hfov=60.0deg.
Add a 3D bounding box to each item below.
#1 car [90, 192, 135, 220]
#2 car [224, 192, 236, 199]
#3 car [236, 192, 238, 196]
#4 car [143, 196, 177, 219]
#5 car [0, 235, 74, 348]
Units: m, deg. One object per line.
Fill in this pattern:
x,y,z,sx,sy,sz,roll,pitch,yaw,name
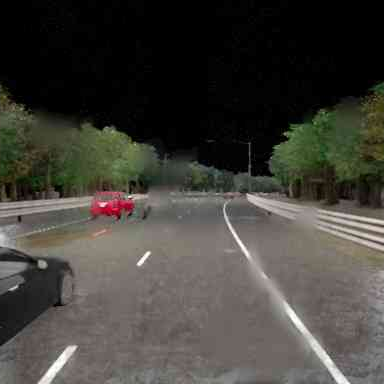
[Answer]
-6.003,1.007,25.622,2.150,2.045,5.566,0,1,4,car
8.079,0.834,72.742,1.812,1.442,4.674,0,1,11,car
10.533,0.572,90.823,1.994,1.385,4.181,0,0,14,car
-2.428,1.128,26.395,2.097,1.767,4.553,0,1,4,car
-3.325,1.501,4.883,1.812,1.442,4.674,0,0,1,car
